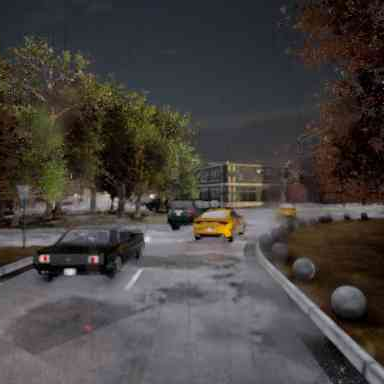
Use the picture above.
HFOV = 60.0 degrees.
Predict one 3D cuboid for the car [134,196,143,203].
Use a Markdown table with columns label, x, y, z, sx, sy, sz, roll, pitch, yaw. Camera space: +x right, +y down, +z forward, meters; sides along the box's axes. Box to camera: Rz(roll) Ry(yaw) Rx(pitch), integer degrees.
| label | x | y | z | sx | sy | sz | roll | pitch | yaw |
| --- | --- | --- | --- | --- | --- | --- | --- | --- | --- |
| car | -13.194 | 2.590 | 93.779 | 4.553 | 1.767 | 2.185 | 0 | -1 | -14 |

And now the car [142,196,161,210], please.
| label | x | y | z | sx | sy | sz | roll | pitch | yaw |
| --- | --- | --- | --- | --- | --- | --- | --- | --- | --- |
| car | -5.299 | 2.027 | 56.067 | 5.566 | 2.045 | 2.150 | 0 | -1 | 39 |

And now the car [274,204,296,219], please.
| label | x | y | z | sx | sy | sz | roll | pitch | yaw |
| --- | --- | --- | --- | --- | --- | --- | --- | --- | --- |
| car | 9.694 | 1.954 | 34.836 | 1.882 | 1.535 | 5.008 | 1 | -1 | 10 |

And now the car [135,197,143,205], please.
| label | x | y | z | sx | sy | sz | roll | pitch | yaw |
| --- | --- | --- | --- | --- | --- | --- | --- | --- | --- |
| car | -11.899 | 2.699 | 88.499 | 4.792 | 1.488 | 2.163 | 0 | -1 | -14 |

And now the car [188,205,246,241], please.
| label | x | y | z | sx | sy | sz | roll | pitch | yaw |
| --- | --- | --- | --- | --- | --- | --- | --- | --- | --- |
| car | 1.593 | 1.644 | 17.781 | 1.882 | 1.535 | 5.008 | -1 | -1 | 18 |

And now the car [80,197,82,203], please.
| label | x | y | z | sx | sy | sz | roll | pitch | yaw |
| --- | --- | --- | --- | --- | --- | --- | --- | --- | --- |
| car | -32.538 | 2.567 | 87.927 | 5.008 | 1.535 | 2.097 | 0 | -1 | -14 |

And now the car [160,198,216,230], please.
| label | x | y | z | sx | sy | sz | roll | pitch | yaw |
| --- | --- | --- | --- | --- | --- | --- | --- | --- | --- |
| car | 0.484 | 1.467 | 22.577 | 2.150 | 2.045 | 5.566 | 0 | -1 | 29 |

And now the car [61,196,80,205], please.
| label | x | y | z | sx | sy | sz | roll | pitch | yaw |
| --- | --- | --- | --- | --- | --- | --- | --- | --- | --- |
| car | -31.812 | 2.422 | 85.263 | 4.553 | 1.767 | 2.185 | 0 | -1 | -14 |

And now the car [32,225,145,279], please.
| label | x | y | z | sx | sy | sz | roll | pitch | yaw |
| --- | --- | --- | --- | --- | --- | --- | --- | --- | --- |
| car | -2.766 | 1.658 | 10.205 | 1.895 | 1.301 | 4.718 | 0 | -1 | 4 |
